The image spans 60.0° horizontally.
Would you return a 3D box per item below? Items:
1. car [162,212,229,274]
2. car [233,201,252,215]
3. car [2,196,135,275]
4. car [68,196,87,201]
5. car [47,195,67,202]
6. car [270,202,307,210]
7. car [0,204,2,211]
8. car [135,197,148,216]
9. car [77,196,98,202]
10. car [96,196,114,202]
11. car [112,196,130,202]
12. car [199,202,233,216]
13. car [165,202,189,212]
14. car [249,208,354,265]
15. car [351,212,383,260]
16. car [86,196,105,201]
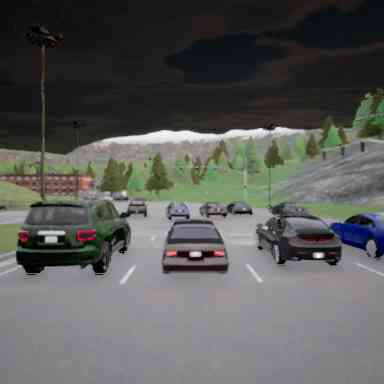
[{"bbox_3d":[0.047,1.580,10.645,2.033,1.411,5.357,0,0,-1],"label":"car"},{"bbox_3d":[4.836,1.670,35.000,1.994,1.385,4.181,0,0,-10],"label":"car"},{"bbox_3d":[-3.462,1.254,10.767,2.150,2.045,5.566,0,0,-1],"label":"car"},{"bbox_3d":[-30.793,1.867,89.757,4.718,1.301,1.895,0,0,21],"label":"car"},{"bbox_3d":[-35.601,1.622,87.944,4.553,1.767,2.097,0,0,18],"label":"car"},{"bbox_3d":[9.004,1.643,31.425,2.033,1.411,5.357,0,0,-8],"label":"car"},{"bbox_3d":[-24.822,1.666,39.118,5.357,1.411,2.033,0,0,-1],"label":"car"},{"bbox_3d":[-5.462,1.593,33.089,2.128,1.511,4.902,0,0,-9],"label":"car"},{"bbox_3d":[-26.211,1.792,83.184,5.357,1.411,2.033,0,0,32],"label":"car"},{"bbox_3d":[-22.035,1.780,84.500,4.674,1.442,1.812,0,0,35],"label":"car"},{"bbox_3d":[-18.265,1.761,85.976,4.892,1.490,1.837,0,0,39],"label":"car"},{"bbox_3d":[1.931,1.643,31.432,2.033,1.411,5.357,0,0,-9],"label":"car"},{"bbox_3d":[-1.358,1.638,29.768,2.033,1.411,5.357,0,0,-8],"label":"car"},{"bbox_3d":[3.516,1.541,11.765,1.837,1.490,4.892,0,0,-1],"label":"car"},{"bbox_3d":[6.995,1.517,12.728,1.882,1.535,5.008,0,0,-1],"label":"car"},{"bbox_3d":[-26.598,1.873,91.583,4.718,1.301,1.895,0,0,25],"label":"car"}]
